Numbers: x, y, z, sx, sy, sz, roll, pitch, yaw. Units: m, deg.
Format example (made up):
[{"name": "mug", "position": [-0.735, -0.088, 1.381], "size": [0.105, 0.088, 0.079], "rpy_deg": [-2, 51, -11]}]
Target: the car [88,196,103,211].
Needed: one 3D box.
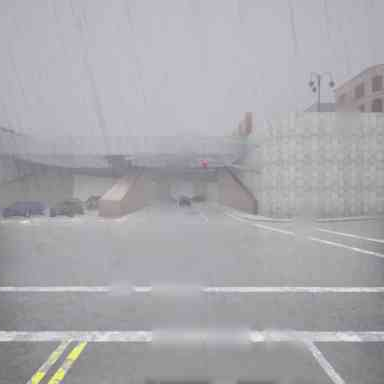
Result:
[{"name": "car", "position": [-11.517, 1.351, 41.114], "size": [2.097, 1.767, 4.553], "rpy_deg": [0, 0, -1]}]

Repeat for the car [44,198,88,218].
[{"name": "car", "position": [-11.217, 1.504, 30.039], "size": [1.837, 1.490, 4.892], "rpy_deg": [0, 0, -2]}]

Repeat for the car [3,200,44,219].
[{"name": "car", "position": [-14.702, 1.478, 29.455], "size": [1.882, 1.535, 5.008], "rpy_deg": [0, 0, -2]}]

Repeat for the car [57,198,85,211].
[{"name": "car", "position": [-15.030, 1.507, 41.562], "size": [1.837, 1.490, 4.892], "rpy_deg": [0, 0, -1]}]

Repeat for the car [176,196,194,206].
[{"name": "car", "position": [-1.214, 1.547, 56.332], "size": [2.033, 1.411, 5.357], "rpy_deg": [0, 0, -2]}]

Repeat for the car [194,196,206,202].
[{"name": "car", "position": [1.515, 1.524, 74.822], "size": [1.812, 1.442, 4.674], "rpy_deg": [0, 0, 28]}]

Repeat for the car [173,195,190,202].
[{"name": "car", "position": [-2.353, 1.524, 74.694], "size": [1.812, 1.442, 4.674], "rpy_deg": [0, 0, 24]}]

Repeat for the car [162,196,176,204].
[{"name": "car", "position": [-4.525, 1.547, 64.337], "size": [2.033, 1.411, 5.357], "rpy_deg": [0, 0, 5]}]

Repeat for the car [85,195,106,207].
[{"name": "car", "position": [-15.281, 1.351, 52.860], "size": [2.097, 1.767, 4.553], "rpy_deg": [0, 0, -1]}]
